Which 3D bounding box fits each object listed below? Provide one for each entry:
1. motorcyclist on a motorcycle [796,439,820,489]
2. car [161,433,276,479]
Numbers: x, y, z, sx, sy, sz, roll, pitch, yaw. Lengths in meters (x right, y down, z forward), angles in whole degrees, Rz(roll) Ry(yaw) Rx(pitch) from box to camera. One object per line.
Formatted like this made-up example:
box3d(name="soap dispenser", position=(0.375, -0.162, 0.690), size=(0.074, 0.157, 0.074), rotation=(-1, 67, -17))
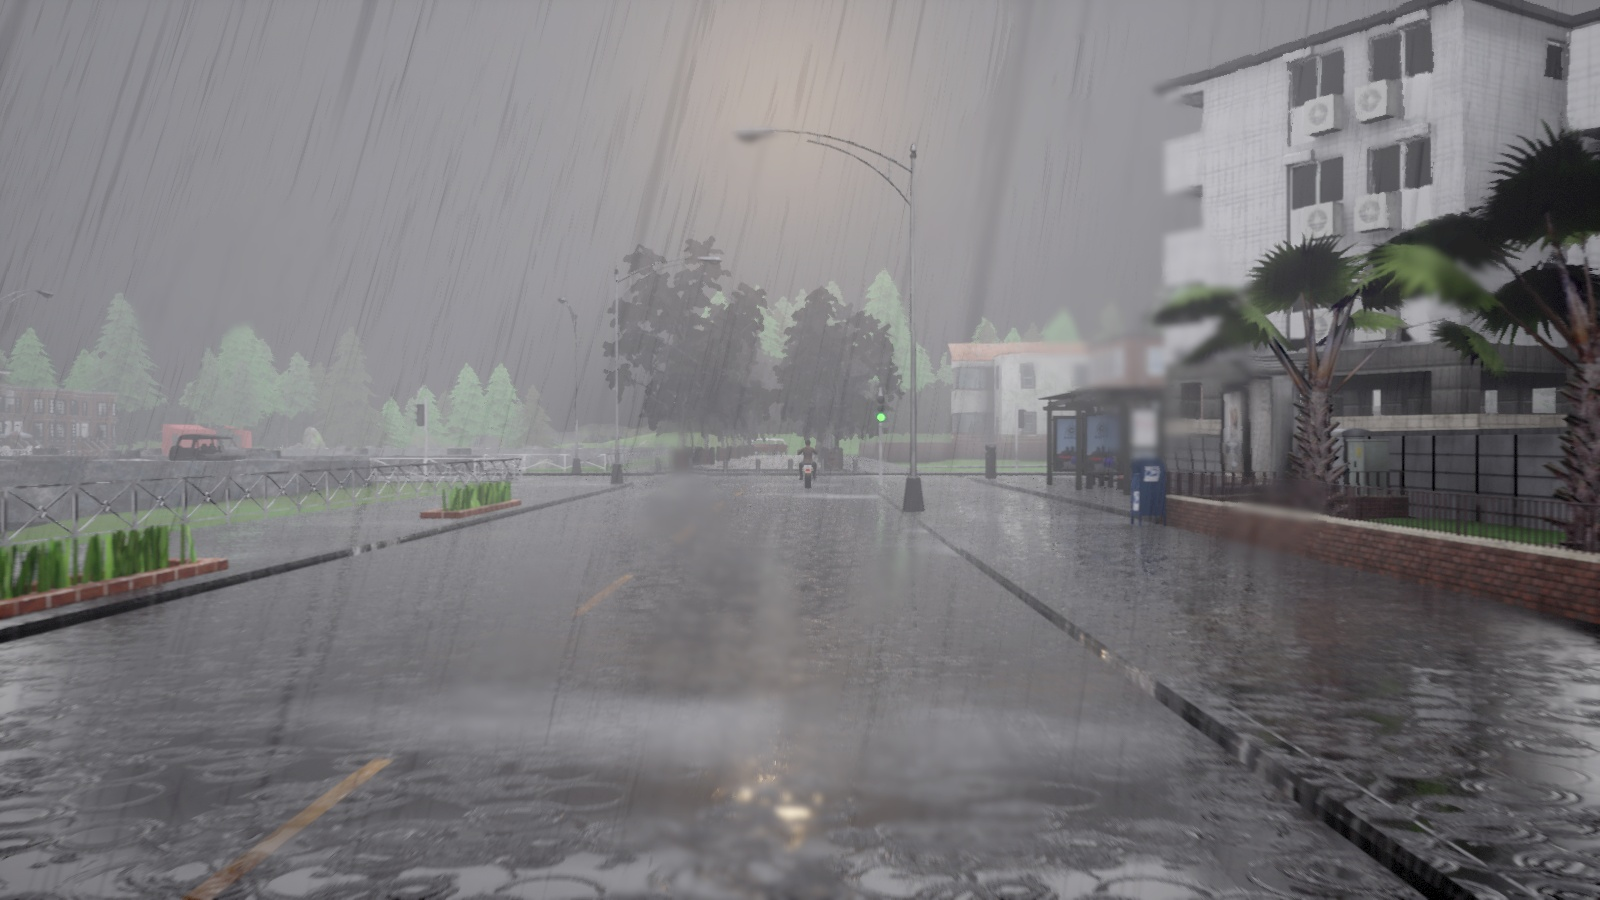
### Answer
box3d(name="motorcyclist on a motorcycle", position=(0.268, 0.459, 42.191), size=(0.766, 1.649, 2.350), rotation=(0, 0, 1))
box3d(name="car", position=(-23.866, 0.232, 51.641), size=(3.866, 1.878, 1.905), rotation=(0, 0, 0))
